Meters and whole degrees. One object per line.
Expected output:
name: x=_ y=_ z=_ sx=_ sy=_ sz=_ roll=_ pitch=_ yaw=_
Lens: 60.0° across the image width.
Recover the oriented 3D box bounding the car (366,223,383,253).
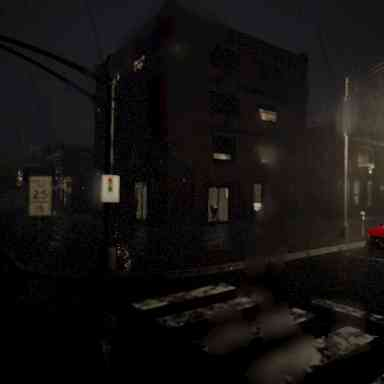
car: x=8.314 y=1.555 z=12.544 sx=4.507 sy=1.381 sz=1.887 roll=0 pitch=1 yaw=-35
